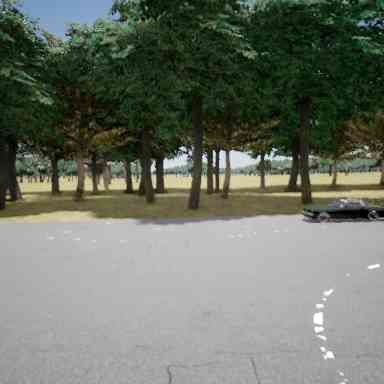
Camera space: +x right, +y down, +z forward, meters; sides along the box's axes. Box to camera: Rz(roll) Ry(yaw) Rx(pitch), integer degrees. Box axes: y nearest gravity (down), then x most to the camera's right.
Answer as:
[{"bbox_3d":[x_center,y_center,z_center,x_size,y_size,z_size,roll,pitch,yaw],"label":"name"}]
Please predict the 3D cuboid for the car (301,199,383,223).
[{"bbox_3d":[9.207,1.112,20.264,4.718,1.301,1.895,-2,3,0],"label":"car"}]
